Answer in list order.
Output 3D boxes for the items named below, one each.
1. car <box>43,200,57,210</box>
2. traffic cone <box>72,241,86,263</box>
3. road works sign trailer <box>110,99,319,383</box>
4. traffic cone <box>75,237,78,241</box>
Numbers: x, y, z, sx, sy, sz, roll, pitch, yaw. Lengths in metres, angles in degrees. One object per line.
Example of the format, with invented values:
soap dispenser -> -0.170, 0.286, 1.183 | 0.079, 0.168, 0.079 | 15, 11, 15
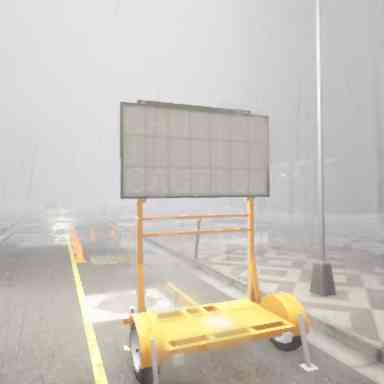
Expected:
car -> -22.616, 2.015, 53.084 | 2.033, 1.411, 5.357 | 0, 0, -22
traffic cone -> -3.754, 2.043, 11.153 | 0.340, 0.580, 0.340 | 0, 0, -22
road works sign trailer -> 0.045, 0.490, 5.152 | 2.380, 3.560, 2.880 | 0, 0, -22
traffic cone -> -4.505, 2.059, 13.006 | 0.340, 0.580, 0.340 | 0, 0, -22
